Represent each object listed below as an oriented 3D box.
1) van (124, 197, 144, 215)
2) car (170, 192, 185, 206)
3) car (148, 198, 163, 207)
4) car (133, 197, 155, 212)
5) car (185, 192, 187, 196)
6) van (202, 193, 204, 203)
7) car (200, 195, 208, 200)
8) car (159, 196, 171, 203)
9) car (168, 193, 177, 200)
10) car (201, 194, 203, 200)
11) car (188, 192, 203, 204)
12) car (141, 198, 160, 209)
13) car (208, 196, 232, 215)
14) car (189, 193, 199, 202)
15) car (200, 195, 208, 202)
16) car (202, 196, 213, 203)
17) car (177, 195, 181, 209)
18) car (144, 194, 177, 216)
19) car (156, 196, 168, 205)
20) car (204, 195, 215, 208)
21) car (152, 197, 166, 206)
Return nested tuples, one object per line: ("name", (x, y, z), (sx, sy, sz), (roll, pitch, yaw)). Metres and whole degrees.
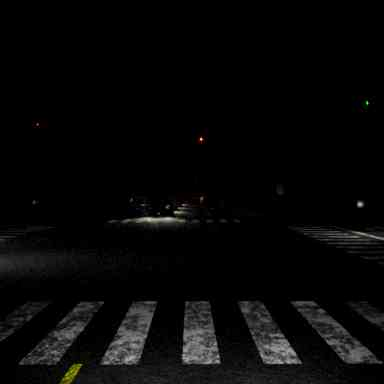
("van", (-5.635, 1.343, 33.411), (1.690, 1.788, 3.998), (0, 0, 0))
("car", (-2.741, 1.225, 52.172), (2.150, 2.045, 5.566), (0, 0, 1))
("car", (-5.518, 1.585, 50.416), (1.802, 1.307, 4.206), (0, 0, 0))
("car", (-5.596, 1.443, 39.079), (1.967, 1.590, 4.097), (0, 0, 0))
("car", (-2.629, 1.354, 62.398), (2.097, 1.767, 4.553), (0, 0, 1))
("van", (3.046, 1.344, 56.031), (1.690, 1.788, 3.998), (0, 0, 0))
("car", (3.280, 1.558, 90.047), (1.947, 1.339, 4.313), (0, 0, 0))
("car", (-5.401, 1.567, 67.420), (1.947, 1.339, 4.313), (0, 0, 0))
("car", (-5.246, 1.307, 90.093), (2.192, 1.841, 5.009), (0, 0, 0))
("car", (3.087, 1.527, 61.870), (1.752, 1.417, 4.829), (0, 0, 0))
("car", (0.430, 1.223, 63.379), (2.150, 2.045, 5.566), (0, 0, 0))
("car", (-5.556, 1.569, 44.747), (1.947, 1.339, 4.313), (0, 0, 0))
("car", (2.891, 1.442, 33.355), (1.967, 1.590, 4.097), (0, 0, 0))
("car", (0.501, 1.186, 73.739), (2.097, 1.767, 4.553), (0, 0, 0))
("car", (2.890, 1.453, 79.541), (1.801, 1.575, 5.366), (0, 0, 0))
("car", (3.124, 1.552, 67.370), (2.008, 1.369, 4.403), (0, 0, 0))
("car", (-2.815, 1.481, 42.045), (1.882, 1.535, 5.008), (0, 0, 1))
("car", (-2.925, 1.354, 32.108), (2.097, 1.767, 4.553), (0, 0, 2))
("car", (-5.441, 1.527, 61.582), (1.752, 1.417, 4.829), (0, 0, 0))
("car", (2.969, 1.443, 44.693), (1.967, 1.590, 4.097), (0, 0, 0))
("car", (-5.479, 1.569, 56.084), (1.947, 1.339, 4.313), (0, 0, 0))
